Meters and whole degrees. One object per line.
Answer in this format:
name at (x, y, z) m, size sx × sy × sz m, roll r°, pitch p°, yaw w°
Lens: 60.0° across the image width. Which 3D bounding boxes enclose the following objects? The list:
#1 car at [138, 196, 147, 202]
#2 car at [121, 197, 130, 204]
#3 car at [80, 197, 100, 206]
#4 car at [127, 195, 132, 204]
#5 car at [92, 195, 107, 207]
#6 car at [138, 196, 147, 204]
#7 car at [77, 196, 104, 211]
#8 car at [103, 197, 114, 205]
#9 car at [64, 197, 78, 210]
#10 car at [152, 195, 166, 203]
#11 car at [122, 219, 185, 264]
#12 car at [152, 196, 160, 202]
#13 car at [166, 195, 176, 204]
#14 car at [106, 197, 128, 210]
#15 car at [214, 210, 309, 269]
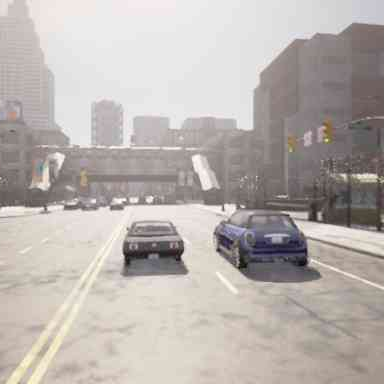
car at (-12.656, 1.808, 84.861) m, size 2.128 × 1.511 × 4.902 m, roll 0°, pitch 0°, yaw -9°
car at (-14.199, 1.806, 71.223) m, size 1.837 × 1.490 × 4.892 m, roll 0°, pitch 0°, yaw -8°
car at (-19.795, 1.788, 64.788) m, size 2.231 × 1.521 × 4.892 m, roll 0°, pitch 0°, yaw 1°
car at (-12.590, 1.812, 60.758) m, size 2.033 × 1.411 × 5.357 m, roll 0°, pitch 0°, yaw -9°
car at (-15.398, 1.610, 55.757) m, size 2.097 × 1.767 × 4.553 m, roll 0°, pitch 0°, yaw -8°
car at (-11.143, 1.803, 74.555) m, size 1.837 × 1.490 × 4.892 m, roll 0°, pitch 0°, yaw -8°
car at (-13.862, 1.708, 45.733) m, size 2.128 × 1.511 × 4.902 m, roll 0°, pitch 0°, yaw -8°
car at (-17.575, 1.795, 70.140) m, size 1.882 × 1.535 × 5.008 m, roll 0°, pitch 0°, yaw -9°
car at (-17.053, 1.716, 47.807) m, size 2.097 × 1.535 × 5.008 m, roll 0°, pitch 0°, yaw -9°
car at (-7.684, 1.817, 75.090) m, size 2.128 × 1.511 × 4.902 m, roll 0°, pitch 0°, yaw -8°
car at (-1.454, 1.650, 12.143) m, size 1.895 × 1.301 × 4.718 m, roll 0°, pitch 0°, yaw -8°
car at (-9.196, 1.796, 85.391) m, size 1.812 × 1.442 × 4.674 m, roll 0°, pitch 0°, yaw -9°
car at (-4.985, 1.893, 78.450) m, size 1.895 × 1.301 × 4.718 m, roll 0°, pitch 0°, yaw -9°
car at (-10.456, 1.754, 46.644) m, size 2.033 × 1.411 × 5.357 m, roll 0°, pitch 0°, yaw -8°
car at (2.128, 1.385, 11.511) m, size 2.097 × 1.767 × 4.553 m, roll 0°, pitch 0°, yaw -8°
